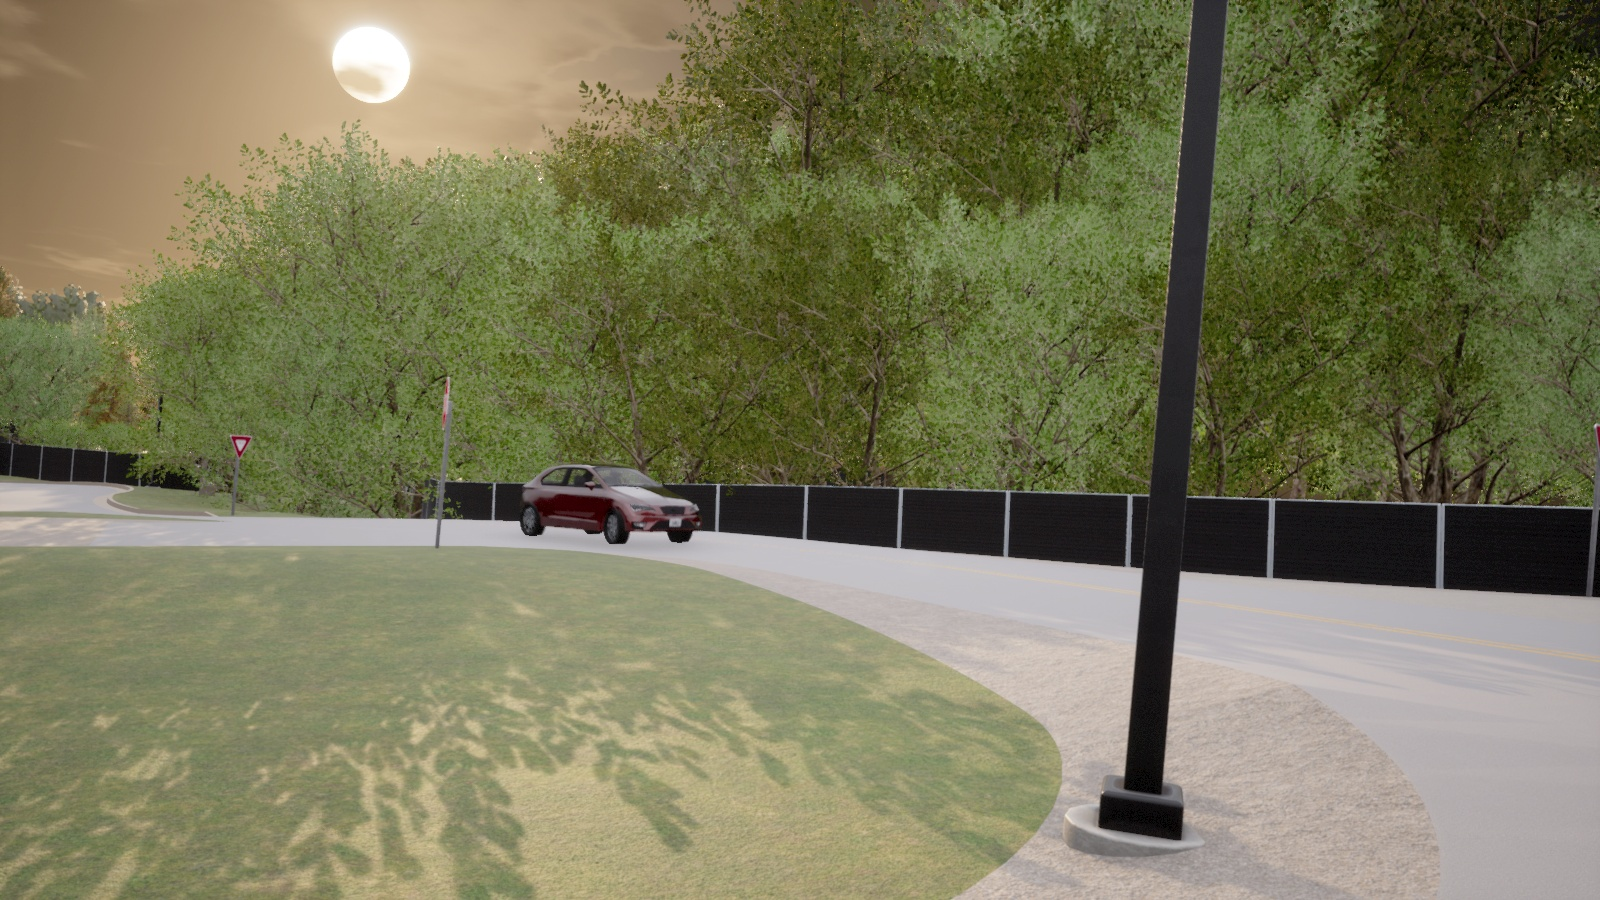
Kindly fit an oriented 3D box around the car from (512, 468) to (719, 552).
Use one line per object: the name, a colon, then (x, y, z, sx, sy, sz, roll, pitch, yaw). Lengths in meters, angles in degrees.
car: (-3.653, 1.099, 24.419, 4.193, 1.474, 1.816, -1, -1, 45)
